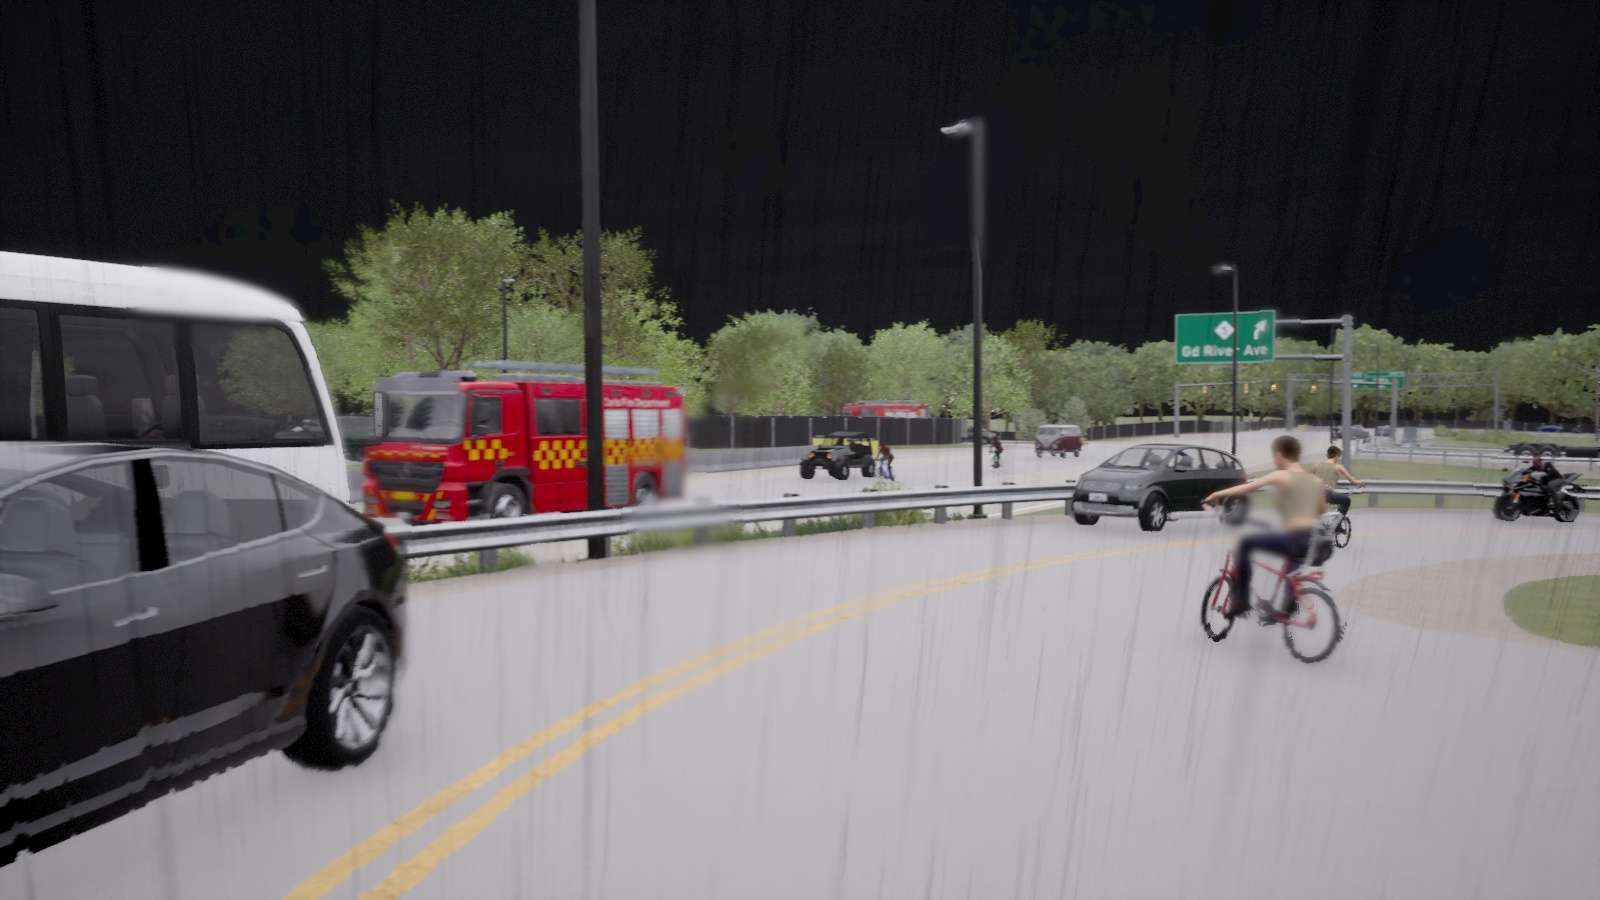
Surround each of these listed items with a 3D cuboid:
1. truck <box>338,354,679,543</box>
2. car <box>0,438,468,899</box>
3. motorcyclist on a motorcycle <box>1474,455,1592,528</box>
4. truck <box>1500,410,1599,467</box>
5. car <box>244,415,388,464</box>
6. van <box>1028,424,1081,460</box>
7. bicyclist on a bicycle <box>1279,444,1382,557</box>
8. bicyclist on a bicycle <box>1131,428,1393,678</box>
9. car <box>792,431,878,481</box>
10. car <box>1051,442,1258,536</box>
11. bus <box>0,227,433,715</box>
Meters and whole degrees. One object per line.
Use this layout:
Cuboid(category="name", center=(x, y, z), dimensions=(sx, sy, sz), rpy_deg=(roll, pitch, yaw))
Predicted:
Cuboid(category="truck", center=(-6.509, -0.145, 29.807), dimensions=(2.891, 3.827, 8.468), rpy_deg=(1, 2, 30))
Cuboid(category="car", center=(-3.196, 0.700, 4.290), dimensions=(2.163, 1.488, 4.792), rpy_deg=(0, 0, 10))
Cuboid(category="motorcyclist on a motorcycle", center=(16.358, 0.926, 28.031), dimensions=(2.191, 1.530, 0.866), rpy_deg=(2, 2, -13))
Cuboid(category="truck", center=(50.027, -0.739, 81.413), dimensions=(7.936, 3.462, 2.891), rpy_deg=(3, 3, 31))
Cuboid(category="car", center=(-21.182, -0.475, 55.068), dimensions=(5.566, 2.045, 2.150), rpy_deg=(0, 2, -33))
Cuboid(category="van", center=(15.213, -0.510, 74.900), dimensions=(1.775, 1.987, 4.442), rpy_deg=(1, 2, 30))
Cuboid(category="bicyclist on a bicycle", center=(8.139, 0.753, 19.235), dimensions=(0.866, 1.612, 1.509), rpy_deg=(4, 2, 45))
Cuboid(category="bicyclist on a bicycle", center=(3.318, 0.695, 9.169), dimensions=(0.866, 1.612, 1.509), rpy_deg=(8, -2, -20))
Cuboid(category="car", center=(1.457, 0.215, 50.834), dimensions=(1.905, 1.878, 3.866), rpy_deg=(1, 2, 30))
Cuboid(category="car", center=(6.567, 0.670, 23.132), dimensions=(3.705, 1.549, 1.789), rpy_deg=(1, 1, -39))
Cuboid(category="bus", center=(-8.739, 0.157, 11.794), dimensions=(3.944, 4.253, 10.273), rpy_deg=(1, 2, 30))
